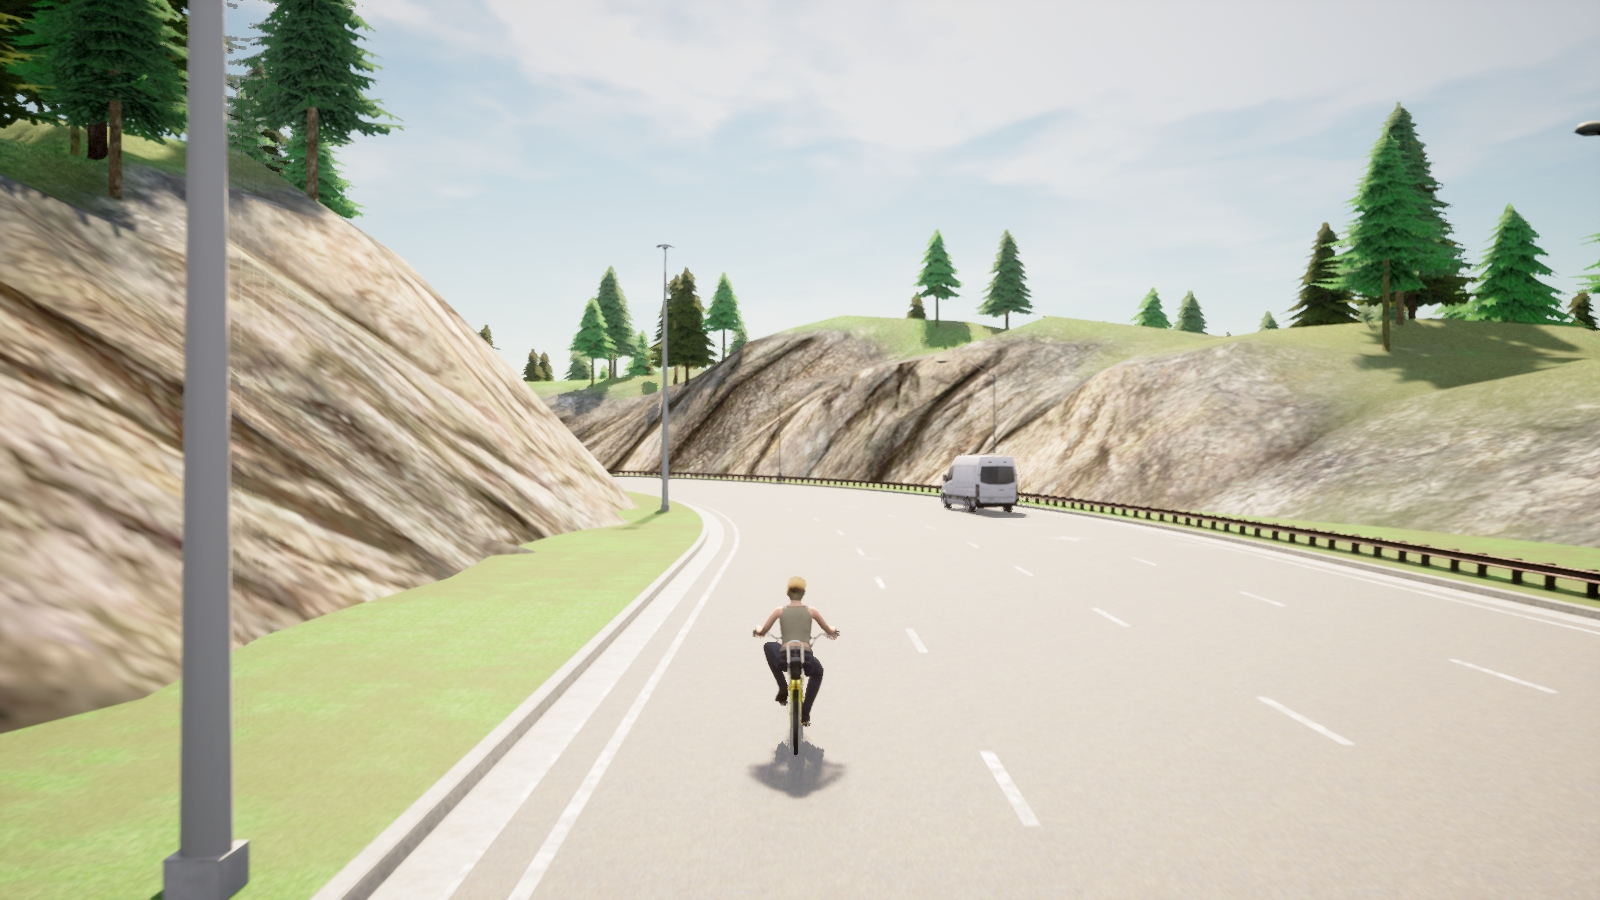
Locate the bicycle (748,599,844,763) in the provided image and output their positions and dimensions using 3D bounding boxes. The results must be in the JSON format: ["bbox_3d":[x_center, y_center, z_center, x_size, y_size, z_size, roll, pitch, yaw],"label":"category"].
[{"bbox_3d":[-0.037,2.158,10.936,0.859,1.276,1.487,0,0,0],"label":"bicycle"}]

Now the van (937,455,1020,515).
[{"bbox_3d":[8.166,1.536,52.865,1.988,2.561,5.915,0,0,-10],"label":"van"}]
